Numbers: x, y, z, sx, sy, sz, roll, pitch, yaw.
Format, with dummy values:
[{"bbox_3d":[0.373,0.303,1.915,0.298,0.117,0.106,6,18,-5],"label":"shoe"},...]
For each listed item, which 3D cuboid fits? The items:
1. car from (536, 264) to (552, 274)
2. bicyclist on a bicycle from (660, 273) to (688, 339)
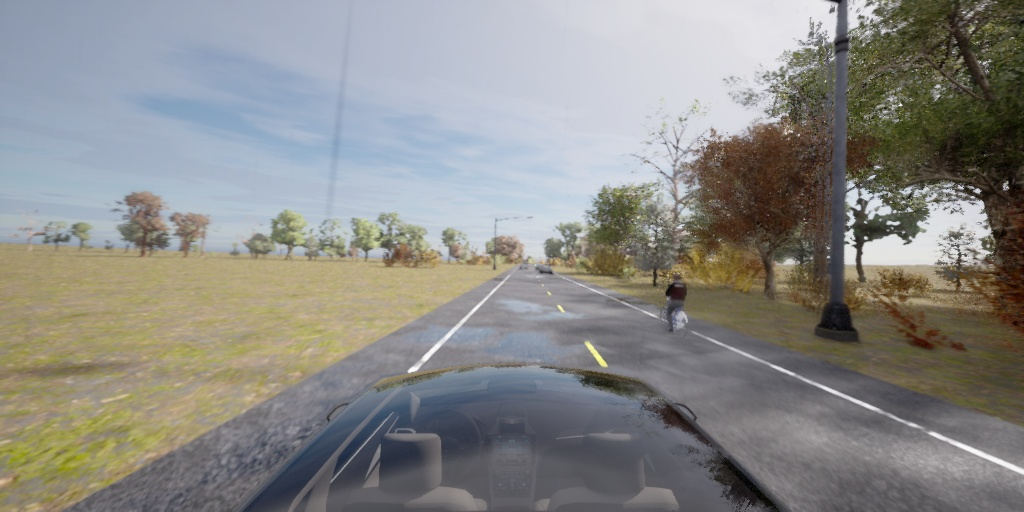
[{"bbox_3d":[5.409,2.206,58.081,1.994,1.385,4.181,2,-1,2],"label":"car"},{"bbox_3d":[4.640,1.378,10.336,0.659,1.776,1.843,2,-1,2],"label":"bicyclist on a bicycle"}]
